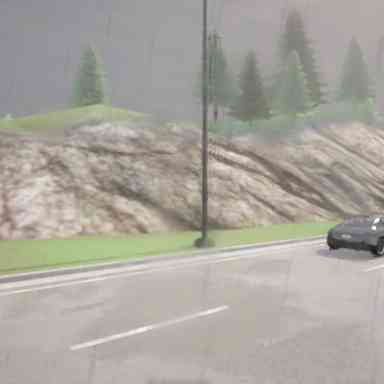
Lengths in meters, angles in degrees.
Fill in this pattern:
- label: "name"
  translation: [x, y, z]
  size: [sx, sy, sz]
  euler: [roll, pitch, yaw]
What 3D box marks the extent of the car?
- label: "car"
  translation: [7.240, 1.592, 13.238]
  size: [4.181, 1.385, 1.994]
  euler: [0, 0, -36]
